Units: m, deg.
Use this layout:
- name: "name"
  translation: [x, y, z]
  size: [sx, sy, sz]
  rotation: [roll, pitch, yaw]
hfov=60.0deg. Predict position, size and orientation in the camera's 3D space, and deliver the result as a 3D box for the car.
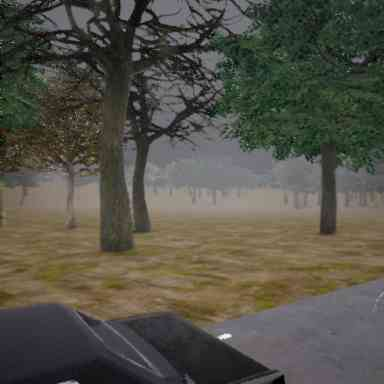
- name: "car"
  translation: [-1.662, 1.615, 2.073]
  size: [4.718, 1.301, 1.895]
  rotation: [1, -1, -34]
